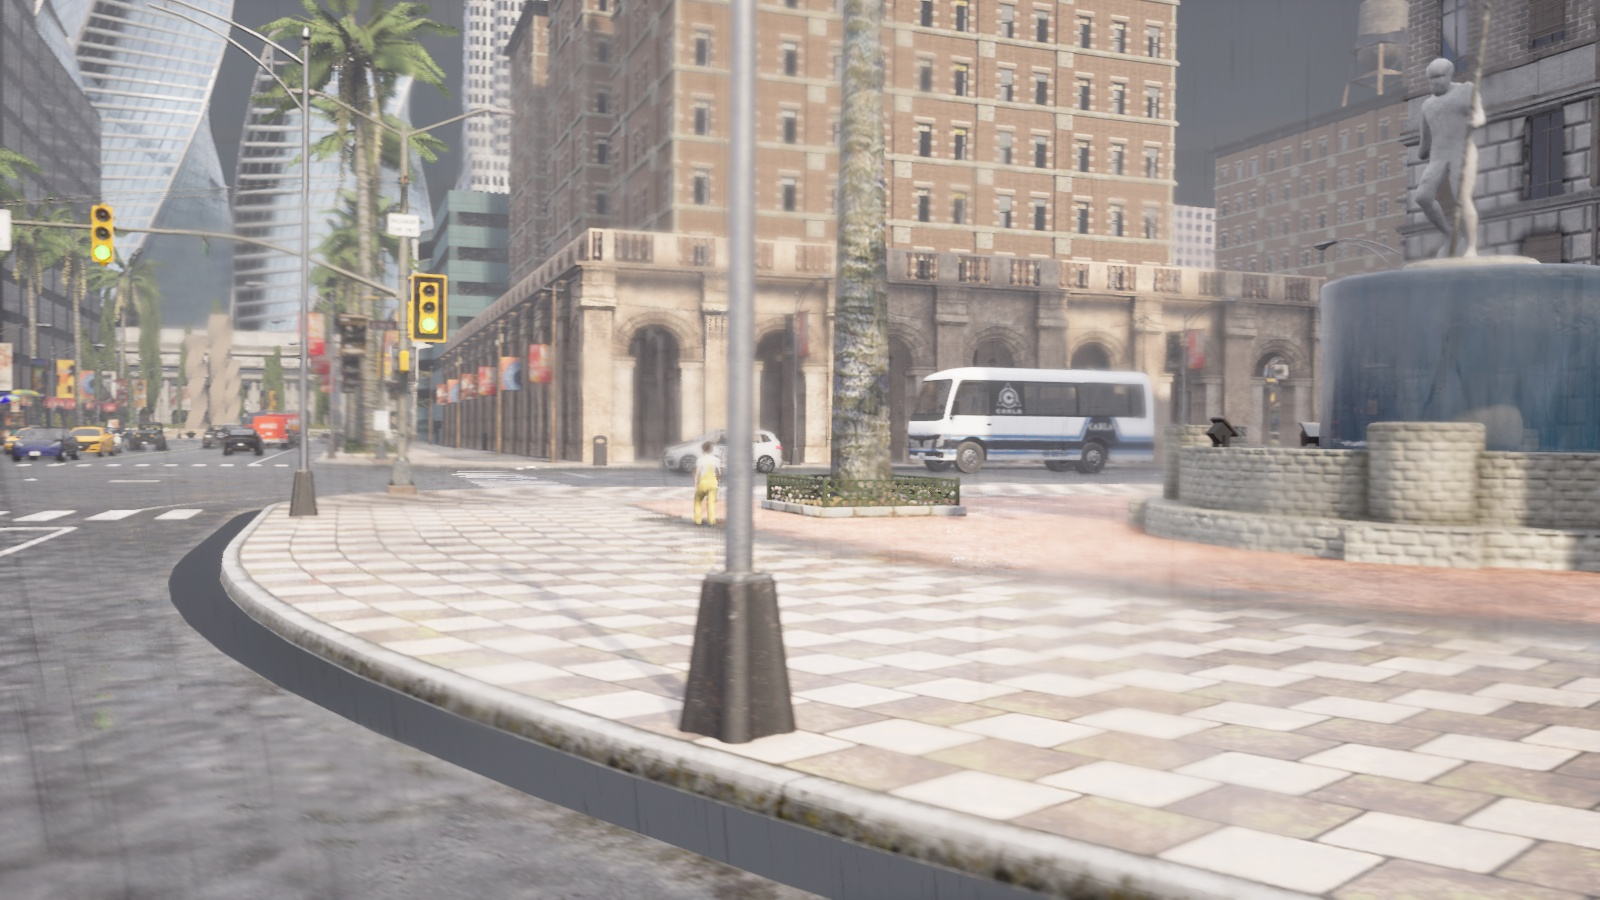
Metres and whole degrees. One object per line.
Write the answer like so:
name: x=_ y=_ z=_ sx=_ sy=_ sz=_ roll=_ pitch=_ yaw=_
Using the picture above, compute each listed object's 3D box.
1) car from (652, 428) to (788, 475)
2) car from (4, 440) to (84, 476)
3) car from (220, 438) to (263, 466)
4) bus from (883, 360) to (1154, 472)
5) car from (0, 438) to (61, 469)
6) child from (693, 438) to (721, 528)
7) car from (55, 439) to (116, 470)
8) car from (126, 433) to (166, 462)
car: x=-2.998 y=0.015 z=46.989 sx=4.611 sy=1.667 sz=2.242 roll=-1 pitch=1 yaw=-20
car: x=-33.512 y=0.313 z=55.802 sx=2.163 sy=1.488 sz=4.792 roll=-1 pitch=1 yaw=-20
car: x=-31.848 y=0.078 z=71.744 sx=1.882 sy=1.535 sz=5.008 roll=-1 pitch=1 yaw=-20
bus: x=8.925 y=-1.358 z=51.340 sx=10.273 sy=4.253 sz=3.944 roll=-1 pitch=1 yaw=-20
car: x=-41.732 y=0.165 z=68.202 sx=1.801 sy=1.575 sz=5.366 roll=-1 pitch=1 yaw=-20
child: x=-1.329 y=0.457 z=17.852 sx=0.270 sy=1.263 sz=0.437 roll=-1 pitch=1 yaw=-21
car: x=-36.726 y=0.206 z=64.663 sx=1.882 sy=1.535 sz=5.008 roll=-1 pitch=1 yaw=-20
car: x=-43.775 y=-0.160 z=84.121 sx=1.905 sy=1.878 sz=3.866 roll=-1 pitch=1 yaw=-20
